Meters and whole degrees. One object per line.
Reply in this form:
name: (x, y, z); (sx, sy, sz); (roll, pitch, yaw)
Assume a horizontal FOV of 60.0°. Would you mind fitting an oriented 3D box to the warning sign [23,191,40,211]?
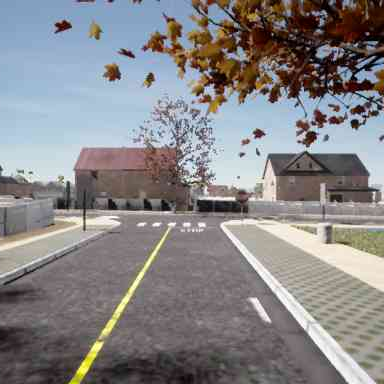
warning sign: (-15.844, 0.877, 32.784); (1.060, 1.860, 1.300); (0, 1, 0)
